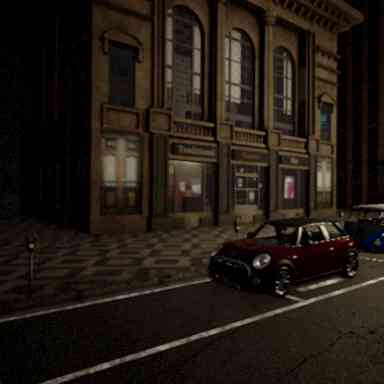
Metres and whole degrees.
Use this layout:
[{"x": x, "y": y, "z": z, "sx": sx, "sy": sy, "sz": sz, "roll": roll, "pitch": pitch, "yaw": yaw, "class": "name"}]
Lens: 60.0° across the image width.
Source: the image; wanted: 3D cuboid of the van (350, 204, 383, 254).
[{"x": 6.970, "y": 1.325, "z": 11.714, "sx": 3.998, "sy": 1.788, "sz": 1.690, "roll": 0, "pitch": 1, "yaw": -35, "class": "van"}]

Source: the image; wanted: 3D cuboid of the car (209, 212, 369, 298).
[{"x": 2.389, "y": 1.432, "z": 8.452, "sx": 4.097, "sy": 1.590, "sz": 1.967, "roll": 0, "pitch": 1, "yaw": -35, "class": "car"}]
